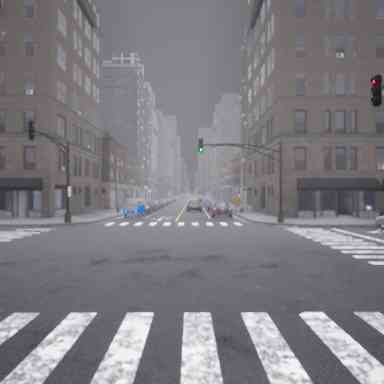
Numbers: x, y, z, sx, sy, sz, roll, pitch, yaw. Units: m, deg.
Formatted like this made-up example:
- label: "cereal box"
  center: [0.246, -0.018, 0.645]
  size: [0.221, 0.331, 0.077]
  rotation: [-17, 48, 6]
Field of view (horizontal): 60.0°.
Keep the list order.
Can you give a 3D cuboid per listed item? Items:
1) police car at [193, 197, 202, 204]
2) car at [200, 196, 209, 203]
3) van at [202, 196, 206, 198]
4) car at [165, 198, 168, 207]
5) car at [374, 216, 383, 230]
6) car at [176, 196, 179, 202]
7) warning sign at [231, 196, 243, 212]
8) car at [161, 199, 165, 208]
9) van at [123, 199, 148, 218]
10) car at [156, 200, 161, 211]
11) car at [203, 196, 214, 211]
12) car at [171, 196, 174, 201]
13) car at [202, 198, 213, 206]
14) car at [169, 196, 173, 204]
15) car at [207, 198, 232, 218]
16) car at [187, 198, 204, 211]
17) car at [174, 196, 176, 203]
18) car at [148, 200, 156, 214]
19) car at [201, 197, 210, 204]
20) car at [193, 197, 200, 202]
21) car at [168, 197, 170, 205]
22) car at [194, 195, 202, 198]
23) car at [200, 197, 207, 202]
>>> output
- label: "police car"
  center: [1.214, 1.959, 78.948]
  size: [1.930, 1.638, 5.238]
  rotation: [0, 0, -1]
- label: "car"
  center: [3.111, 1.880, 83.872]
  size: [2.192, 1.841, 5.009]
  rotation: [0, 0, 0]
- label: "van"
  center: [2.960, 1.722, 55.526]
  size: [1.690, 1.788, 3.998]
  rotation: [0, 0, 0]
- label: "car"
  center: [-5.565, 1.947, 55.564]
  size: [1.947, 1.339, 4.313]
  rotation: [0, 0, 0]
- label: "car"
  center: [13.772, 1.753, 20.172]
  size: [4.718, 1.301, 1.895]
  rotation: [0, 0, 0]
- label: "car"
  center: [-5.385, 1.916, 89.575]
  size: [2.192, 1.841, 5.009]
  rotation: [0, 0, 0]
- label: "warning sign"
  center: [5.273, 1.383, 38.833]
  size: [1.300, 1.860, 1.060]
  rotation: [0, 0, 0]
- label: "car"
  center: [-5.595, 1.925, 49.896]
  size: [1.802, 1.307, 4.206]
  rotation: [0, 0, 0]
- label: "van"
  center: [-5.685, 1.567, 32.893]
  size: [1.690, 1.788, 3.998]
  rotation: [0, 0, 0]
- label: "car"
  center: [-5.625, 1.870, 44.228]
  size: [1.947, 1.339, 4.313]
  rotation: [0, 0, 0]
- label: "car"
  center: [2.900, 1.744, 44.187]
  size: [1.967, 1.590, 4.097]
  rotation: [0, 0, 0]
- label: "car"
  center: [-5.475, 2.037, 72.568]
  size: [1.887, 1.381, 4.507]
  rotation: [0, 0, 0]
- label: "car"
  center: [3.021, 2.006, 66.863]
  size: [2.008, 1.369, 4.403]
  rotation: [0, 0, 0]
- label: "car"
  center: [-5.505, 2.022, 66.900]
  size: [1.947, 1.339, 4.313]
  rotation: [0, 0, 0]
- label: "car"
  center: [2.840, 1.666, 32.850]
  size: [1.967, 1.590, 4.097]
  rotation: [0, 0, 0]
- label: "car"
  center: [0.338, 1.877, 45.625]
  size: [1.994, 1.385, 4.181]
  rotation: [0, 0, 0]
- label: "car"
  center: [-5.445, 2.053, 78.067]
  size: [1.752, 1.417, 4.829]
  rotation: [0, 0, 0]
- label: "car"
  center: [-5.655, 1.705, 38.561]
  size: [1.967, 1.590, 4.097]
  rotation: [0, 0, 0]
- label: "car"
  center: [3.081, 1.969, 78.202]
  size: [1.967, 1.590, 4.097]
  rotation: [0, 0, 0]
- label: "car"
  center: [1.287, 2.139, 94.852]
  size: [1.837, 1.490, 4.892]
  rotation: [0, 0, 0]
- label: "car"
  center: [-5.536, 1.943, 61.063]
  size: [1.752, 1.417, 4.829]
  rotation: [0, 0, 0]
- label: "car"
  center: [0.441, 1.917, 64.465]
  size: [1.882, 1.535, 5.008]
  rotation: [0, -1, 0]
- label: "car"
  center: [3.171, 2.203, 95.209]
  size: [1.947, 1.339, 4.313]
  rotation: [0, 0, 0]
